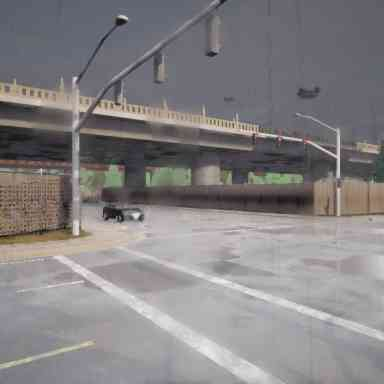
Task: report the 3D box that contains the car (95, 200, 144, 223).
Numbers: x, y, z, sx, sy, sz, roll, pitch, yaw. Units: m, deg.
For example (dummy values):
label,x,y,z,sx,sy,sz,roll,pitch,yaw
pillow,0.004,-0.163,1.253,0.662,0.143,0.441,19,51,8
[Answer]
label,x,y,z,sx,sy,sz,roll,pitch,yaw
car,-5.440,1.547,25.944,2.128,1.511,4.902,0,0,-36

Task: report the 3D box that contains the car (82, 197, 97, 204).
label,x,y,z,sx,sy,sz,roll,pitch,yaw
car,-19.747,1.619,64.291,1.994,1.385,4.181,0,0,-36
